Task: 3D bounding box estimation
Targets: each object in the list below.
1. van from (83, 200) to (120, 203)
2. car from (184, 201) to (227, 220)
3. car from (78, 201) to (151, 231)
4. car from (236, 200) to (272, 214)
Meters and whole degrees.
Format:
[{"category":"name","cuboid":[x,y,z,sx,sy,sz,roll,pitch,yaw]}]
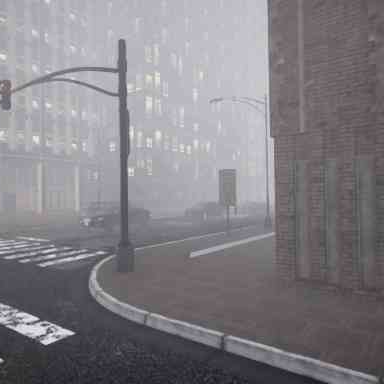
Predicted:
[{"category":"van","cuboid":[-6.026,1.460,23.520,1.690,1.788,3.998,-2,-1,36]},{"category":"car","cuboid":[1.282,1.563,29.247,1.882,1.535,5.008,-1,-1,36]},{"category":"car","cuboid":[-4.652,1.558,21.004,2.128,1.511,4.902,-1,-1,34]},{"category":"car","cuboid":[7.243,1.707,37.530,1.895,1.301,4.718,-1,-1,36]}]
